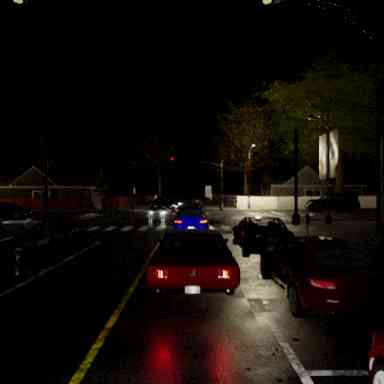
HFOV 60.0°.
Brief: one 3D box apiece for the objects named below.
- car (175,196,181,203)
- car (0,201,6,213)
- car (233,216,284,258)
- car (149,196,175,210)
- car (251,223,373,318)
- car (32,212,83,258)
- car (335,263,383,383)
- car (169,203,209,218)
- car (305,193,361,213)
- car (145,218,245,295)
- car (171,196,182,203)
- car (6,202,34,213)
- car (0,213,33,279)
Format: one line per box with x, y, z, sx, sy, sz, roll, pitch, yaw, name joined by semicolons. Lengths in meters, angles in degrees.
-3.330;1.574;57.152;2.033;1.411;5.357;0;0;0;car
-17.483;1.602;25.632;4.892;1.490;1.837;0;0;3;car
2.595;1.565;12.645;1.947;1.339;4.313;0;0;0;car
-3.955;1.516;42.095;1.837;1.490;4.892;1;0;10;car
2.616;1.581;7.126;1.802;1.307;4.206;0;0;0;car
-5.430;1.581;12.614;1.802;1.307;4.206;0;0;0;car
2.636;1.544;1.608;1.887;1.381;4.507;0;0;0;car
-0.061;1.525;17.708;1.812;1.442;4.674;0;0;0;car
15.066;1.120;35.663;5.566;2.045;2.150;0;0;0;car
0.025;1.600;8.651;1.895;1.301;4.718;0;0;0;car
-3.343;1.571;72.530;2.128;1.511;4.902;0;0;0;car
-16.335;1.593;28.874;4.892;1.490;1.837;0;0;-1;car
-5.410;1.440;7.095;1.967;1.590;4.097;0;0;0;car
